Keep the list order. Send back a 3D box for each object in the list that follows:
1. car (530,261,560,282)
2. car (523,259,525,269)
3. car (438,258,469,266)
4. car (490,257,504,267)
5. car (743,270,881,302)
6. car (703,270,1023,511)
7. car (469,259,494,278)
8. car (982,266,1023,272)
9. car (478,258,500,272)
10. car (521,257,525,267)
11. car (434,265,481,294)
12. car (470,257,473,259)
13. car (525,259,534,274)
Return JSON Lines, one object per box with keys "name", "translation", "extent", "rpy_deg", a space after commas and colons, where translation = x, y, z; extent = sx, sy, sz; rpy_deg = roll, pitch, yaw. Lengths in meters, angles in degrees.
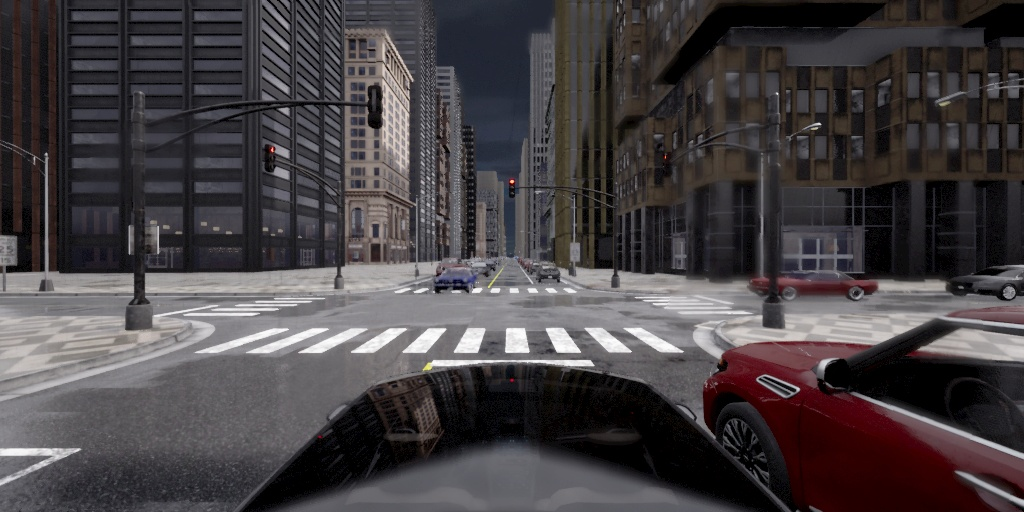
{"name": "car", "translation": [2.772, 1.301, 28.188], "extent": [2.007, 1.370, 4.403], "rpy_deg": [0, 0, 0]}
{"name": "car", "translation": [2.778, 1.300, 45.110], "extent": [1.888, 1.381, 4.507], "rpy_deg": [0, 0, 0]}
{"name": "car", "translation": [-5.751, 1.067, 33.822], "extent": [2.192, 1.841, 5.009], "rpy_deg": [0, 0, 0]}
{"name": "car", "translation": [-2.978, 1.121, 62.958], "extent": [1.994, 1.385, 4.181], "rpy_deg": [0, 0, 0]}
{"name": "car", "translation": [13.524, 1.314, 16.361], "extent": [4.718, 1.301, 1.895], "rpy_deg": [0, 0, 0]}
{"name": "car", "translation": [2.762, 1.065, 1.215], "extent": [2.192, 1.841, 5.009], "rpy_deg": [0, 0, 0]}
{"name": "car", "translation": [-3.087, 1.278, 34.441], "extent": [1.812, 1.442, 4.674], "rpy_deg": [0, 0, 1]}
{"name": "car", "translation": [22.959, 1.197, 16.404], "extent": [4.892, 1.490, 1.837], "rpy_deg": [0, 0, 0]}
{"name": "car", "translation": [-3.078, 1.303, 47.466], "extent": [2.033, 1.411, 5.357], "rpy_deg": [0, 0, 0]}
{"name": "car", "translation": [2.782, 1.198, 56.391], "extent": [1.967, 1.591, 4.097], "rpy_deg": [0, 0, 0]}
{"name": "car", "translation": [-3.094, 1.349, 20.335], "extent": [1.895, 1.301, 4.718], "rpy_deg": [0, 0, 0]}
{"name": "car", "translation": [-5.749, 1.193, 39.464], "extent": [1.967, 1.591, 4.097], "rpy_deg": [0, 0, 0]}
{"name": "car", "translation": [2.776, 1.304, 39.469], "extent": [2.007, 1.370, 4.403], "rpy_deg": [0, 0, 0]}
